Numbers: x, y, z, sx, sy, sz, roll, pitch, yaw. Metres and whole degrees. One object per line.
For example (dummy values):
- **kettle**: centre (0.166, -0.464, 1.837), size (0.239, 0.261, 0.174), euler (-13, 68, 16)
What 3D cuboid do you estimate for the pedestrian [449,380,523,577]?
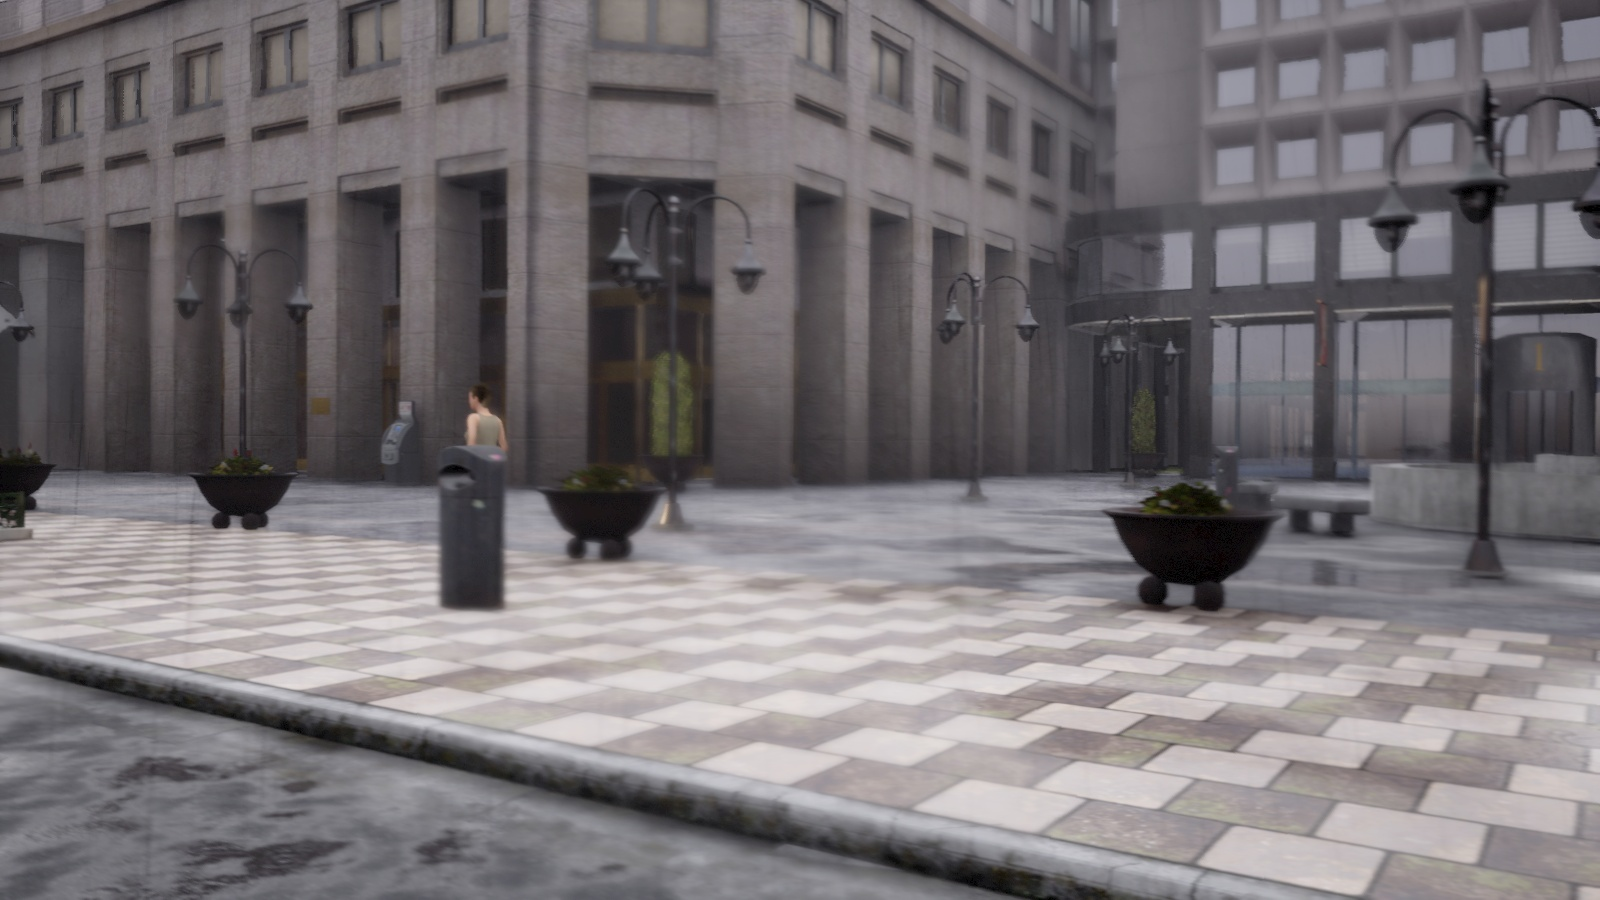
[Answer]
- **pedestrian**: centre (-3.014, 0.266, 12.053), size (0.594, 1.836, 0.345), euler (0, 1, 30)
